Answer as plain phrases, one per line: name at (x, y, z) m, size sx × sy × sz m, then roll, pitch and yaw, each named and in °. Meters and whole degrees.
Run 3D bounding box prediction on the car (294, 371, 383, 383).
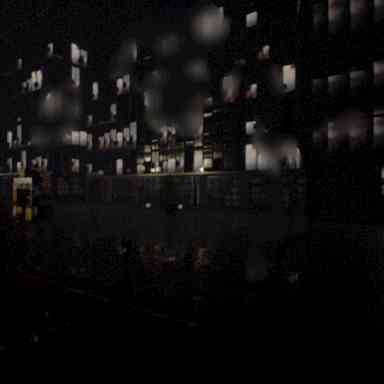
car at (2.272, 1.590, 1.239) m, size 4.206 × 1.307 × 1.802 m, roll 0°, pitch 0°, yaw 36°
